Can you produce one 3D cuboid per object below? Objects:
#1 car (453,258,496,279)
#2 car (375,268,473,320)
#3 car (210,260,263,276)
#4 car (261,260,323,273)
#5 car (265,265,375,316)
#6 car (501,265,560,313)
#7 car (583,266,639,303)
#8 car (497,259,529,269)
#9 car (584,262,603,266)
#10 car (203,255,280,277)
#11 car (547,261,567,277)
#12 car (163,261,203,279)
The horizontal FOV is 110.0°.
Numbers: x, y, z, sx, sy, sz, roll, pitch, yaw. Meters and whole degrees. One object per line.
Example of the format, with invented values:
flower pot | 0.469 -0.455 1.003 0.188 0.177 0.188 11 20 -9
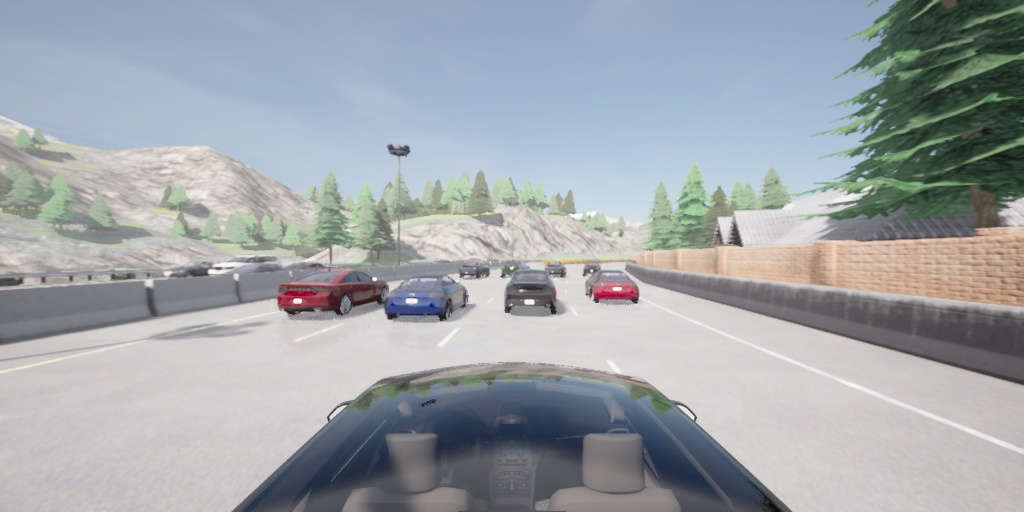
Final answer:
car | -3.375 1.247 33.150 2.128 1.511 4.902 0 0 12
car | -2.845 1.311 12.685 1.994 1.385 4.181 0 0 4
car | -18.992 1.258 26.952 2.033 1.411 5.357 0 0 9
car | -15.489 1.225 26.459 1.837 1.490 4.892 0 0 9
car | -6.309 1.216 13.327 1.882 1.535 5.008 0 0 4
car | 0.785 1.263 14.156 1.837 1.490 4.892 0 0 5
car | 4.582 1.334 16.893 1.994 1.385 4.181 0 0 6
car | 0.435 1.119 34.154 2.097 1.767 4.553 0 0 12
car | 8.554 1.316 37.949 1.812 1.442 4.674 0 0 15
car | -22.006 0.925 30.069 2.150 2.045 5.566 0 0 10
car | 4.343 1.270 35.580 2.128 1.511 4.902 0 0 13
car | -25.626 1.185 29.521 2.128 1.511 4.902 0 0 10
